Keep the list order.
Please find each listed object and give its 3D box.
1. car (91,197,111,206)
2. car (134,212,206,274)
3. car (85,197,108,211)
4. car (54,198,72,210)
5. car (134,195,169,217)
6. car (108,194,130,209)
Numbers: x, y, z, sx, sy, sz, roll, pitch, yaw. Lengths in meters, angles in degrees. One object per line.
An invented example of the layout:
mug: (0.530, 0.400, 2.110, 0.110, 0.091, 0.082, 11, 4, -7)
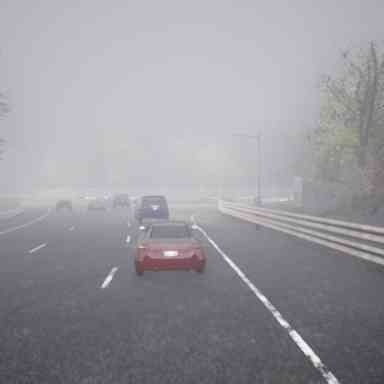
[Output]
car: (-15.319, 1.591, 55.888, 2.033, 1.411, 5.357, 0, 0, -29)
car: (-0.741, 1.565, 10.621, 1.994, 1.385, 4.181, 0, 0, -5)
car: (-11.923, 1.598, 40.910, 1.994, 1.385, 4.181, 0, 0, -22)
car: (-16.869, 1.555, 43.574, 1.837, 1.490, 4.892, 0, 0, -25)
car: (-3.153, 1.229, 25.404, 2.150, 2.045, 5.566, 0, 0, -13)
car: (-10.024, 1.249, 45.304, 2.150, 2.045, 5.566, 0, 0, -24)
